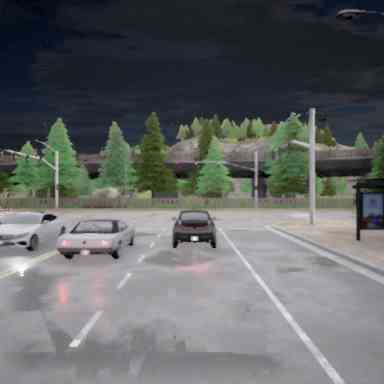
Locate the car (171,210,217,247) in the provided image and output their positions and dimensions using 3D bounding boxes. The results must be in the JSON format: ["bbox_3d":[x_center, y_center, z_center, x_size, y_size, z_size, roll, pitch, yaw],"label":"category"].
[{"bbox_3d":[0.104,1.573,15.344,1.837,1.490,4.892,0,0,0],"label":"car"}]

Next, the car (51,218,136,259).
[{"bbox_3d":[-3.396,1.658,12.806,1.895,1.301,4.718,0,0,0],"label":"car"}]

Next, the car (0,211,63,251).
[{"bbox_3d":[-7.008,1.590,14.523,1.812,1.442,4.674,0,0,0],"label":"car"}]
